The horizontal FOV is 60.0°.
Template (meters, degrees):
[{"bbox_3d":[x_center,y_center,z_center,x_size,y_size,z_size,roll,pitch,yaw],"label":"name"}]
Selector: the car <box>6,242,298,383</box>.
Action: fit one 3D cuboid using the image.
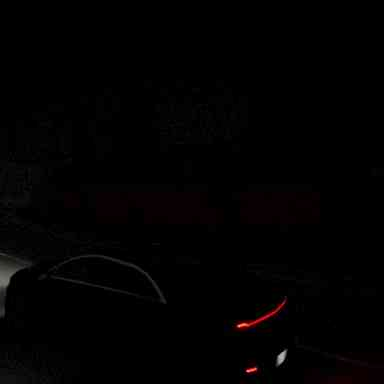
[{"bbox_3d":[-0.968,1.511,4.966,4.902,1.511,2.128,0,0,38],"label":"car"}]
